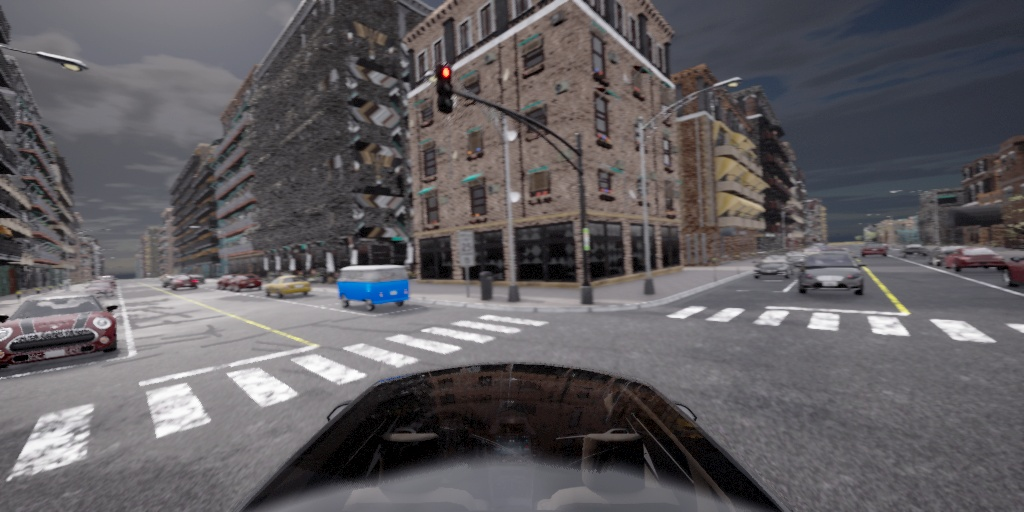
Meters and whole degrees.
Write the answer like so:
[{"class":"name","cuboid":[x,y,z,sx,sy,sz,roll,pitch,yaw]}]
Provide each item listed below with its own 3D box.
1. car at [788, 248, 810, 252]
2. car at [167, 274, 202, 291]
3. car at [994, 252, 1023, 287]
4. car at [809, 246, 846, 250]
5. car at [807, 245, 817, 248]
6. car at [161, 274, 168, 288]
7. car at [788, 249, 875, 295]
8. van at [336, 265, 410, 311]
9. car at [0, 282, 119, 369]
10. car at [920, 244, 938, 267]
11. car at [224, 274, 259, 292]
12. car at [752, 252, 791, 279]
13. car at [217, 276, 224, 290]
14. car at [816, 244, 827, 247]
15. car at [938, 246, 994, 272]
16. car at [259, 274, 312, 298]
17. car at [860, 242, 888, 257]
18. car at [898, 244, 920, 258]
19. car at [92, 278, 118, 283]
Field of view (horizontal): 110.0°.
[{"class":"car","cuboid":[23.524,0.248,29.981,2.007,1.370,4.403,0,0,43]},{"class":"car","cuboid":[-34.826,2.830,38.092,4.674,1.442,1.812,-3,0,42]},{"class":"car","cuboid":[18.153,0.357,11.732,1.967,1.591,4.097,0,0,43]},{"class":"car","cuboid":[19.803,0.360,22.127,1.837,1.490,4.892,-3,0,42]},{"class":"car","cuboid":[34.955,-0.280,42.445,1.751,1.417,4.829,0,0,43]},{"class":"car","cuboid":[-42.453,3.152,45.003,4.902,1.511,2.128,-3,0,42]},{"class":"car","cuboid":[12.854,0.653,14.568,2.128,1.511,4.902,-3,0,41]},{"class":"van","cuboid":[-6.064,1.308,15.576,3.998,1.789,1.690,0,0,42]},{"class":"car","cuboid":[-11.691,1.723,9.374,4.097,1.591,1.967,0,0,42]},{"class":"car","cuboid":[29.699,-0.040,24.322,2.007,1.370,4.403,0,0,43]},{"class":"car","cuboid":[-22.841,2.274,30.766,4.507,1.381,1.888,0,0,42]},{"class":"car","cuboid":[15.826,0.586,21.588,2.007,1.370,4.403,0,0,43]},{"class":"car","cuboid":[-27.035,2.469,34.564,4.507,1.381,1.888,0,0,42]},{"class":"car","cuboid":[26.812,0.025,29.755,1.882,1.535,5.008,-3,0,42]},{"class":"car","cuboid":[25.850,0.160,20.126,1.802,1.307,4.207,0,0,43]},{"class":"car","cuboid":[-14.579,1.869,23.286,4.829,1.417,1.751,0,0,42]},{"class":"car","cuboid":[42.517,-0.790,42.223,2.097,1.767,4.553,-3,0,43]},{"class":"car","cuboid":[41.246,-0.543,36.911,2.007,1.370,4.403,0,0,43]},{"class":"car","cuboid":[-36.858,3.018,32.161,4.207,1.307,1.802,0,0,42]}]
